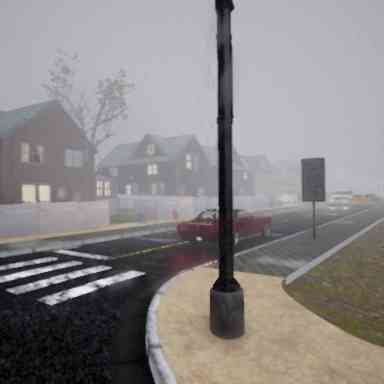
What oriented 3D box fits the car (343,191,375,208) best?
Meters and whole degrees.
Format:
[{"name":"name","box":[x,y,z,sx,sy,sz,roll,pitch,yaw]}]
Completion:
[{"name":"car","box":[19.069,1.001,37.833,1.882,1.535,5.008,-1,0,36]}]

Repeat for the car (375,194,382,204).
[{"name":"car","box":[25.207,0.962,46.545,1.837,1.490,4.892,-1,0,36]}]

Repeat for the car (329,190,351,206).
[{"name":"car","box":[19.621,0.761,43.451,2.150,2.045,5.566,-1,0,35]}]

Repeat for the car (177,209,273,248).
[{"name":"car","box":[1.523,1.300,13.202,1.895,1.301,4.718,-1,0,35]}]
